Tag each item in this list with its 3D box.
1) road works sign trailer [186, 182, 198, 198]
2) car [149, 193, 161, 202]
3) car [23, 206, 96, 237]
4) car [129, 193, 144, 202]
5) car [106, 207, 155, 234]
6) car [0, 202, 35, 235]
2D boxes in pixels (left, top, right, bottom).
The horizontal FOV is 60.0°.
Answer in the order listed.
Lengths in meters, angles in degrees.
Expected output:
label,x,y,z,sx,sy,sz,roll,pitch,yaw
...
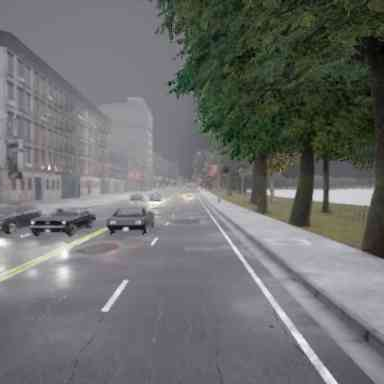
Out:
label,x,y,z,sx,sy,sz,roll,pitch,yaw
road works sign trailer,0.015,-0.415,71.865,2.380,3.560,2.880,0,1,0
car,-6.530,0.902,59.065,2.128,1.511,4.902,0,1,1
car,-6.596,1.464,17.416,1.895,1.301,4.718,0,0,0
car,-9.766,0.956,59.061,2.033,1.411,5.357,0,1,1
car,-3.146,1.458,18.046,1.895,1.301,4.718,0,1,0
car,-9.845,1.362,18.022,1.837,1.490,4.892,0,1,0
